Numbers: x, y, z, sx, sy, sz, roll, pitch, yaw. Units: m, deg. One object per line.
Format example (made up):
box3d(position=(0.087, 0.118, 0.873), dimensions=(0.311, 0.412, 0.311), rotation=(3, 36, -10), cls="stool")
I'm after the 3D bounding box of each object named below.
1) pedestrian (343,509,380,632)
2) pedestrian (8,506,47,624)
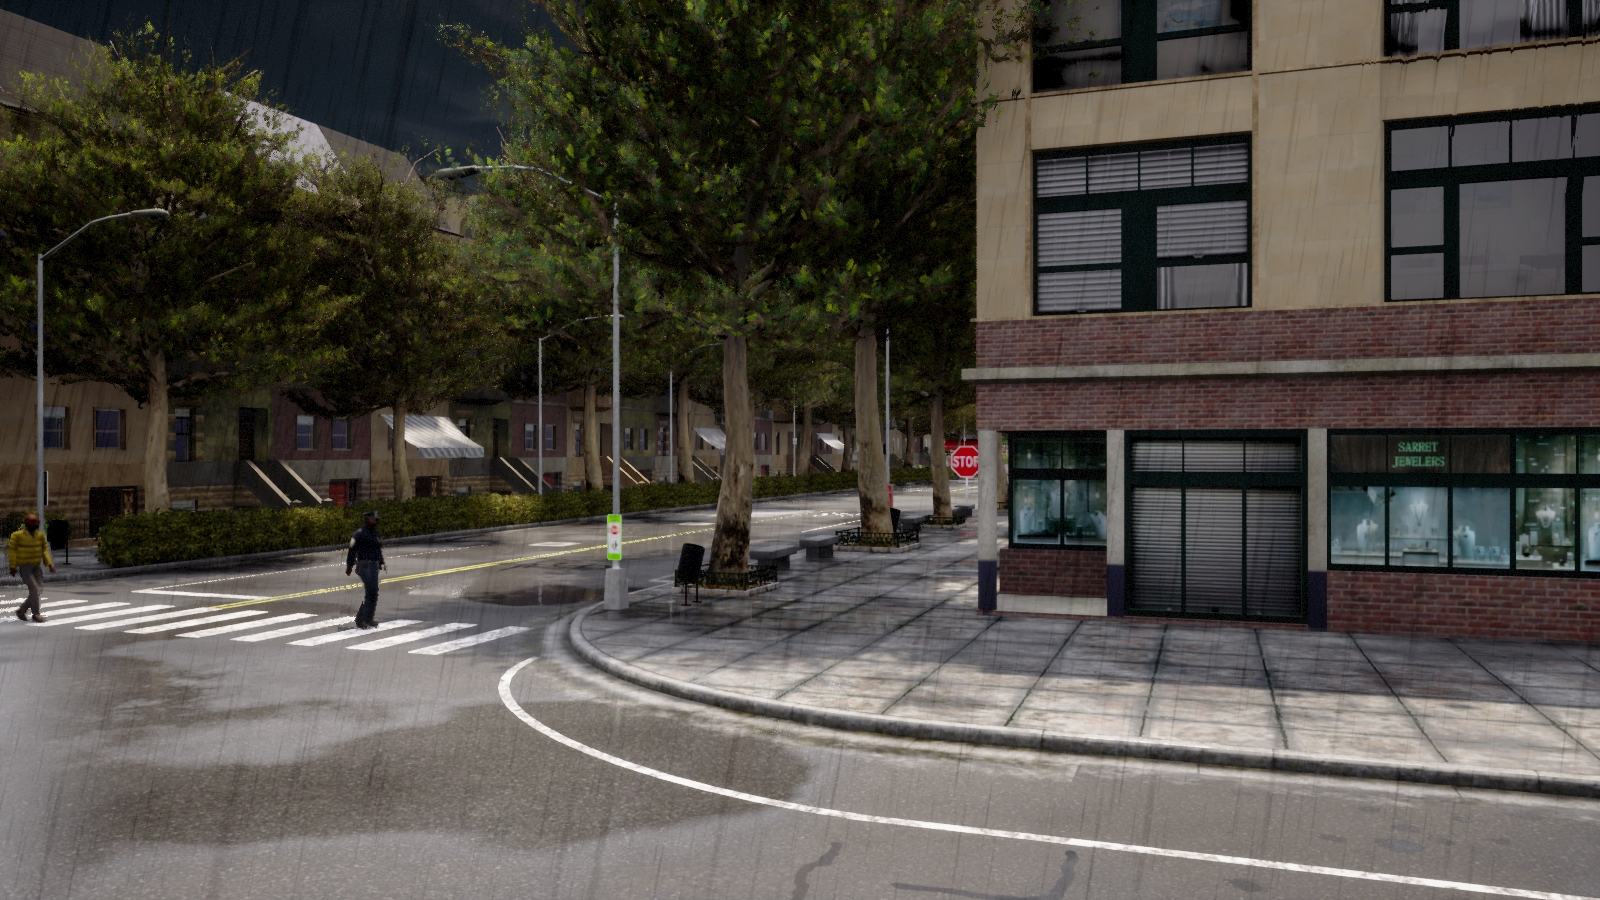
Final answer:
box3d(position=(-6.818, 1.854, 17.765), dimensions=(0.375, 1.860, 0.375), rotation=(0, 0, 28), cls="pedestrian")
box3d(position=(-12.548, 1.856, 18.552), dimensions=(0.375, 1.860, 0.375), rotation=(0, 0, 20), cls="pedestrian")
